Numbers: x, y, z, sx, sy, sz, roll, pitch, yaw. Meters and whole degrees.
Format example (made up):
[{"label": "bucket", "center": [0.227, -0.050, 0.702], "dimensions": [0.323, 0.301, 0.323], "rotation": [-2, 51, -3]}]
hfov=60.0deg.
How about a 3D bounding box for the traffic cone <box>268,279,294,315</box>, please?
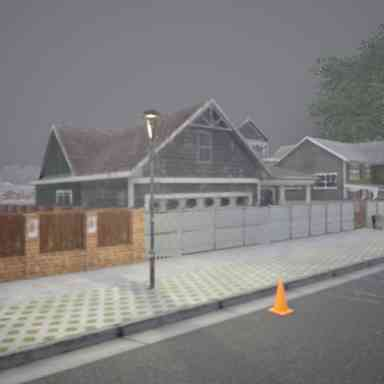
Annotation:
[{"label": "traffic cone", "center": [1.675, 1.938, 6.254], "dimensions": [0.340, 0.580, 0.340], "rotation": [0, 0, -37]}]
